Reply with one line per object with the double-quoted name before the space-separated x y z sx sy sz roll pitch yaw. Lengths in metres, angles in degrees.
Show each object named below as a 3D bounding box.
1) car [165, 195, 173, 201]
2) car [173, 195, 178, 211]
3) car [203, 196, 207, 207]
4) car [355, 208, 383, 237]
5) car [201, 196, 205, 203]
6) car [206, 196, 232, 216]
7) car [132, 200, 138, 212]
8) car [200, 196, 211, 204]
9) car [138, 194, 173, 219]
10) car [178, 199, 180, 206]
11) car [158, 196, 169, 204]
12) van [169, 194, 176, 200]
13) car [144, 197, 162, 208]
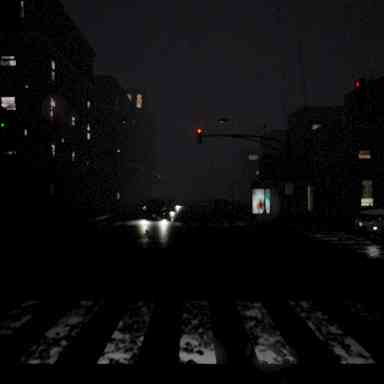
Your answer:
"car" -5.645 1.520 82.929 1.752 1.417 4.829 -1 0 0
"car" -3.068 1.455 40.380 1.882 1.535 5.008 0 0 0
"car" 2.712 1.559 43.230 1.802 1.307 4.206 0 0 0
"car" 10.993 1.220 16.060 5.566 2.045 2.150 0 0 3
"car" 2.715 1.529 48.927 2.008 1.369 4.403 0 0 0
"car" 2.704 1.418 31.836 1.967 1.590 4.097 0 0 0
"car" -5.673 1.528 37.526 2.008 1.369 4.403 0 0 0
"car" 2.726 1.534 66.017 2.008 1.369 4.403 -1 0 0
"car" -3.081 1.331 29.089 2.097 1.767 4.553 0 0 0
"car" -3.044 1.580 54.891 1.895 1.301 4.718 0 0 0
"car" -5.655 1.508 65.840 1.752 1.417 4.829 0 0 0
"van" -5.639 1.348 94.493 1.690 1.788 3.998 -1 0 0
"car" -5.665 1.529 48.920 2.008 1.369 4.403 0 0 0
